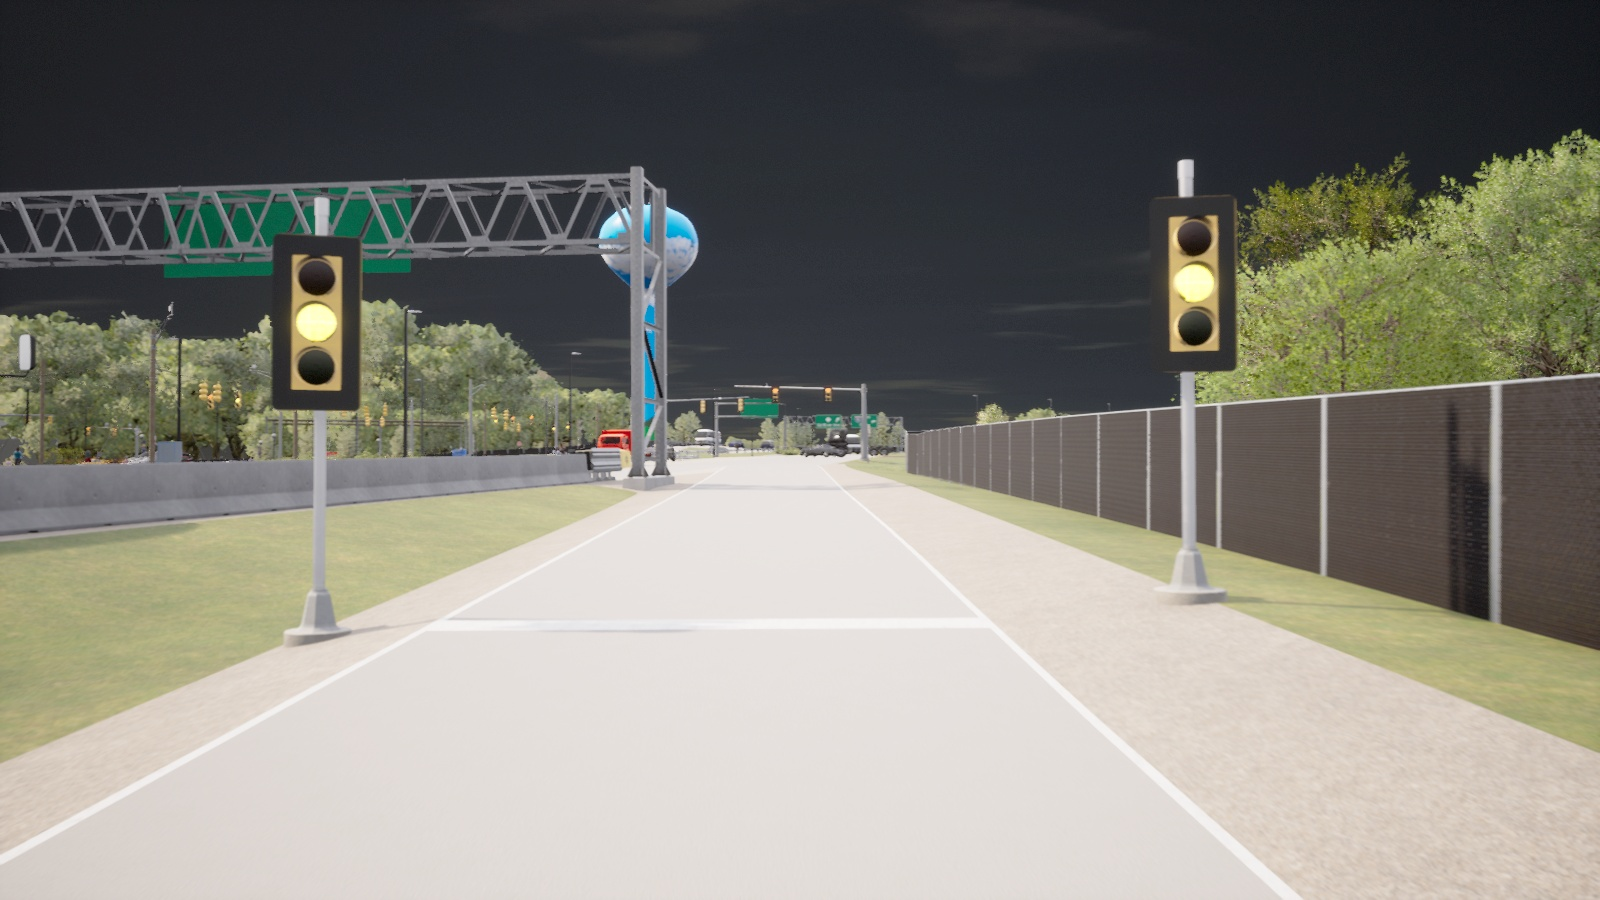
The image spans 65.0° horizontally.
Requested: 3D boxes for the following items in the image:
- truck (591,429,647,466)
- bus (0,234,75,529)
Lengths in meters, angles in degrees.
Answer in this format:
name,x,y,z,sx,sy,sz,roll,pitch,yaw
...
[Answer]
name,x,y,z,sx,sy,sz,roll,pitch,yaw
truck,-12.456,-0.145,86.860,2.627,2.467,5.204,0,0,7
bus,-14.028,-0.972,14.786,3.944,4.253,10.273,0,0,9
